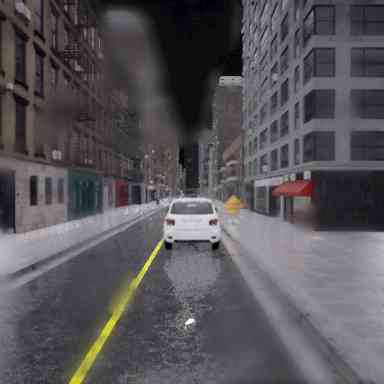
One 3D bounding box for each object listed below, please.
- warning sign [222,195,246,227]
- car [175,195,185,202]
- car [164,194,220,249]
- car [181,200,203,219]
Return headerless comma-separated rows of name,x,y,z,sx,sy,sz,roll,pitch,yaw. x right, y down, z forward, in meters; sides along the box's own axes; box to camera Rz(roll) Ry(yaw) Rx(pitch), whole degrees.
warning sign,2.522,1.115,20.145,1.300,1.860,1.060,0,0,0
car,-2.749,1.456,75.930,2.128,1.511,4.902,0,0,0
car,0.000,1.258,14.681,2.150,2.045,5.566,0,0,0
car,0.000,1.533,29.651,1.812,1.442,4.674,0,0,0
